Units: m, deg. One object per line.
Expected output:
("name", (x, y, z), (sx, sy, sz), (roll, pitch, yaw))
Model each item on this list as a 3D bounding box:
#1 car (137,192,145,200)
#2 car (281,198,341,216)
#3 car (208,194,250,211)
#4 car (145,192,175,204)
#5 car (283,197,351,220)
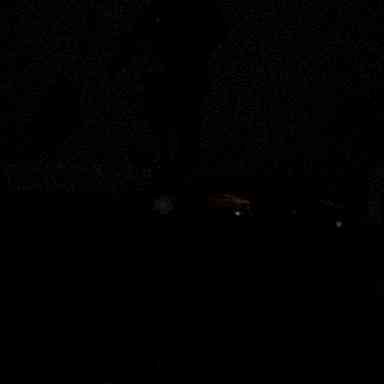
("car", (-7.017, 0.700, 53.866), (2.033, 1.411, 5.357), (1, 1, -35))
("car", (10.460, 1.278, 29.624), (1.895, 1.301, 4.718), (1, 1, -36))
("car", (3.699, 1.001, 33.900), (1.882, 1.535, 5.008), (1, 1, -36))
("car", (-4.150, 0.812, 44.887), (1.812, 1.442, 4.674), (1, 1, -35))
("car", (9.649, 1.182, 25.582), (1.882, 1.535, 5.008), (1, 1, -36))
